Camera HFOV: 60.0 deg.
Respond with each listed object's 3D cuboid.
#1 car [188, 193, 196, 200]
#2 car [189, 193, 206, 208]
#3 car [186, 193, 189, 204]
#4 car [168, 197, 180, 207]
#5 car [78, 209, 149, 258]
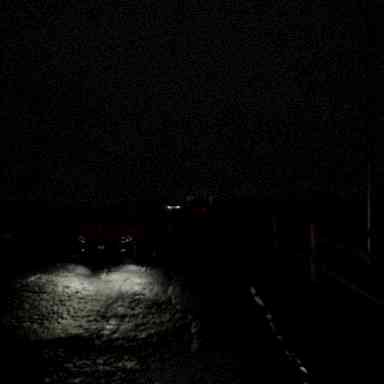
[{"bbox_3d":[0.011,1.221,85.586,2.097,1.767,4.553,0,0,0],"label":"car"},{"bbox_3d":[0.967,1.359,48.512,2.097,1.767,4.553,0,0,0],"label":"car"},{"bbox_3d":[0.008,1.248,67.247,2.150,2.045,5.566,0,0,0],"label":"car"},{"bbox_3d":[-2.817,1.559,53.342,2.033,1.411,5.357,0,0,0],"label":"car"},{"bbox_3d":[-2.849,1.473,12.965,1.882,1.535,5.008,0,0,0],"label":"car"}]
